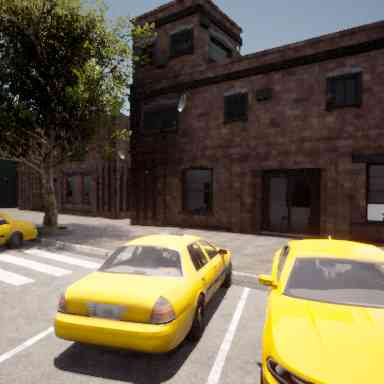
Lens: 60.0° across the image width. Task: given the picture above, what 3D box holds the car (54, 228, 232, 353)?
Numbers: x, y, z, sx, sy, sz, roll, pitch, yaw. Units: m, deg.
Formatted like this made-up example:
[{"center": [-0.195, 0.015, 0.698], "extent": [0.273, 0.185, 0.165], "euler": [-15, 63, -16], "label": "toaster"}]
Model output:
[{"center": [-0.372, 1.474, 6.581], "extent": [1.946, 1.575, 5.366], "euler": [1, 0, 16], "label": "car"}]

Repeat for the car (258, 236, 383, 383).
[{"center": [2.036, 1.484, 4.674], "extent": [2.097, 1.535, 5.008], "euler": [1, 0, 15], "label": "car"}]

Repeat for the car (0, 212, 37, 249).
[{"center": [-7.805, 1.359, 11.463], "extent": [1.946, 1.575, 5.366], "euler": [1, 0, 16], "label": "car"}]
